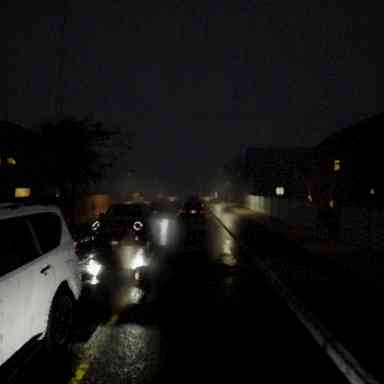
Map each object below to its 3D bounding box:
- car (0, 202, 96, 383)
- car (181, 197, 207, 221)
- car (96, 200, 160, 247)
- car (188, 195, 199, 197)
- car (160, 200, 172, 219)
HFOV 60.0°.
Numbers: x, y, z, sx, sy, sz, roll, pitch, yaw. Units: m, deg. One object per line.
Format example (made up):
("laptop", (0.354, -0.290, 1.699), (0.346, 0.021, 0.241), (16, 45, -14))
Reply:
("car", (-2.839, 1.193, 3.076), (2.150, 2.045, 5.566), (0, 1, 1))
("car", (0.116, 1.356, 25.132), (2.033, 1.411, 5.357), (0, 0, 1))
("car", (-2.804, 1.242, 14.299), (2.097, 1.767, 4.553), (0, 0, 0))
("car", (0.180, 1.152, 42.704), (1.882, 1.535, 5.008), (0, 0, 0))
("car", (-2.718, 1.358, 26.916), (1.994, 1.385, 4.181), (0, 0, 1))
